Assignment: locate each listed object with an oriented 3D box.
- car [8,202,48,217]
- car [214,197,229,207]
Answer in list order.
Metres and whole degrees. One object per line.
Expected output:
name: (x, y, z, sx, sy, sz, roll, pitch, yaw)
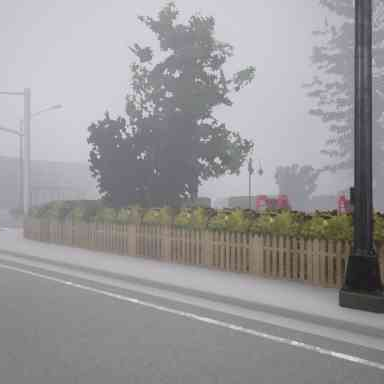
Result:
car: (-13.989, 1.601, 30.301, 1.895, 1.301, 4.718, 0, 0, 35)
car: (5.302, 1.491, 51.160, 2.128, 1.511, 4.902, 0, 0, 36)
